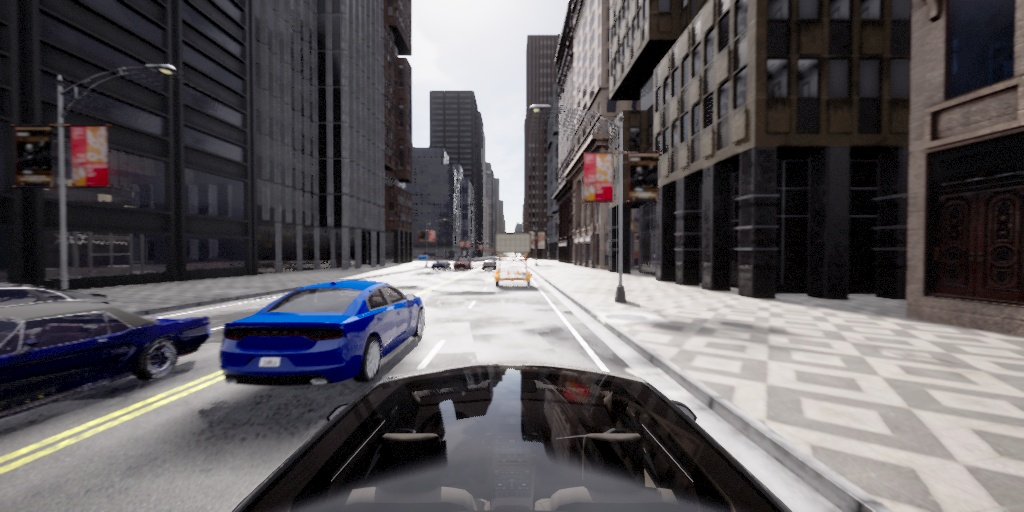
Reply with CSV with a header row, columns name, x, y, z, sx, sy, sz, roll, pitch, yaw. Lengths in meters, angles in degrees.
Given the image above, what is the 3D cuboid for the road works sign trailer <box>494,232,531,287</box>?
name,x,y,z,sx,sy,sz,roll,pitch,yaw
road works sign trailer,0.070,0.180,23.941,2.380,3.560,2.880,0,0,0

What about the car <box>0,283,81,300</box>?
name,x,y,z,sx,sy,sz,roll,pitch,yaw
car,-9.848,1.239,5.957,2.128,1.511,4.902,0,0,0

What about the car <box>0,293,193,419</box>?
name,x,y,z,sx,sy,sz,roll,pitch,yaw
car,-6.600,1.349,4.478,1.895,1.301,4.718,0,0,0

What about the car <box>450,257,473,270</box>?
name,x,y,z,sx,sy,sz,roll,pitch,yaw
car,-6.560,0.974,48.392,2.097,1.767,4.553,0,0,0

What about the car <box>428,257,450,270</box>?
name,x,y,z,sx,sy,sz,roll,pitch,yaw
car,-9.807,1.218,49.664,1.895,1.301,4.718,0,0,0

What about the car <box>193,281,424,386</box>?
name,x,y,z,sx,sy,sz,roll,pitch,yaw
car,-3.150,1.224,7.139,1.882,1.535,5.008,0,0,0

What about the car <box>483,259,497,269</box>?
name,x,y,z,sx,sy,sz,roll,pitch,yaw
car,-3.142,1.157,51.503,2.033,1.411,5.357,0,0,0
